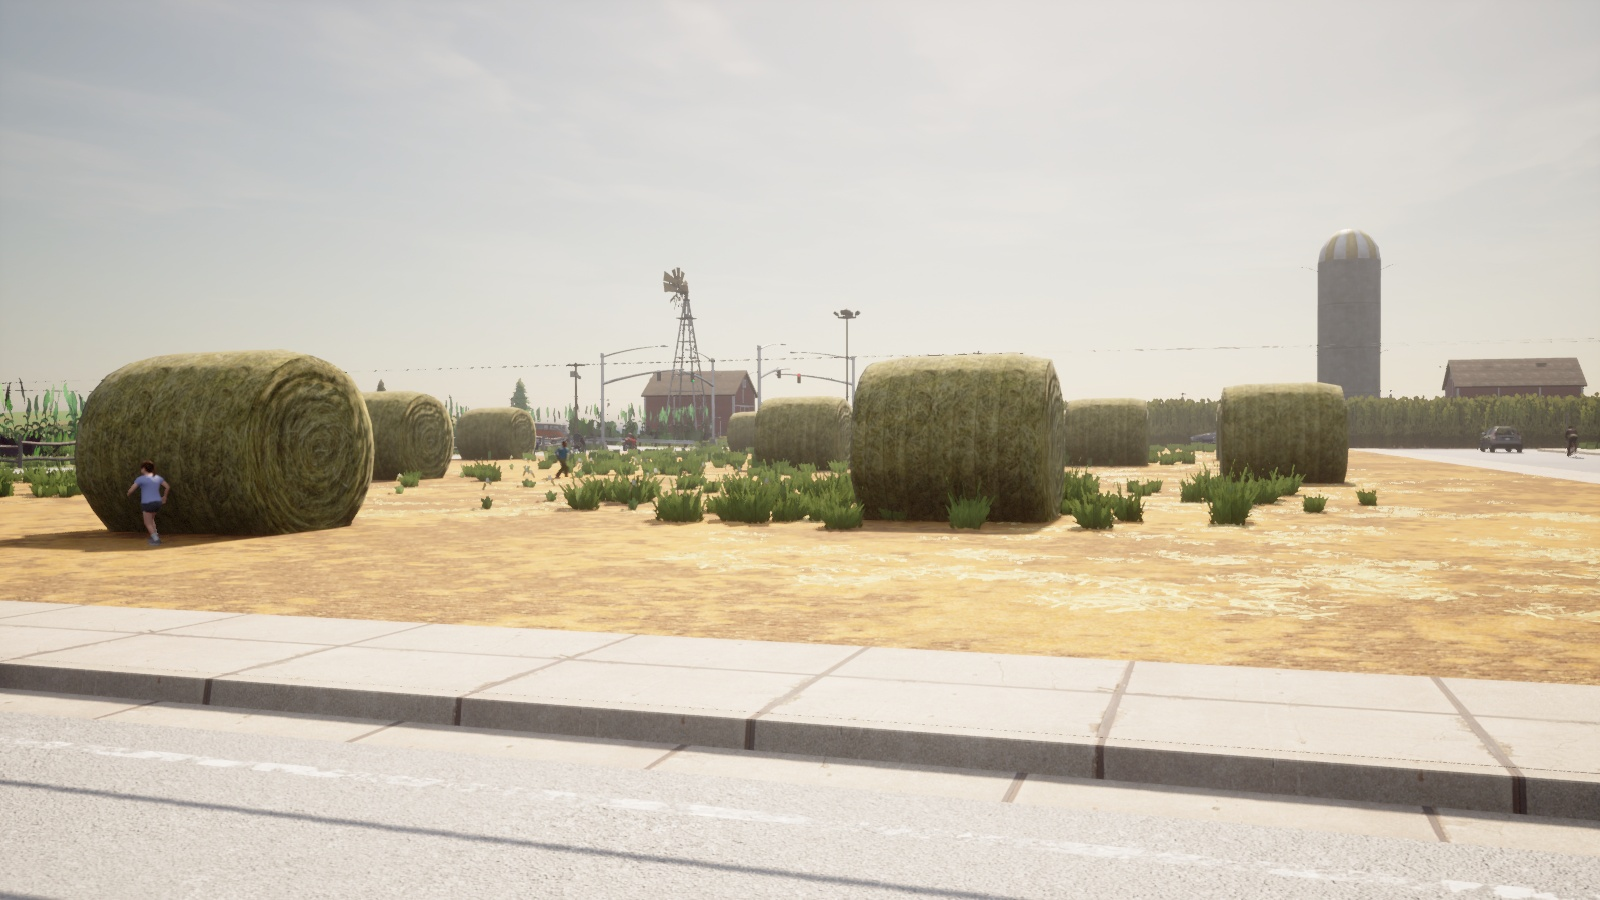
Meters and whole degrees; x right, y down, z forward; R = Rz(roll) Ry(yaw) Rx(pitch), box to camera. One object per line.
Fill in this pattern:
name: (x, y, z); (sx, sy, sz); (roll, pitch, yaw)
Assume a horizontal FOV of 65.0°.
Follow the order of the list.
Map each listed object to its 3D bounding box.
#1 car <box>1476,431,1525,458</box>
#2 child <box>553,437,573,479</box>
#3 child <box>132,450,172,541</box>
car: (43.071, -0.378, 77.279); (1.851, 1.617, 3.988); (1, 1, 18)
child: (-6.805, 0.228, 36.117); (0.448, 1.192, 0.343); (1, 1, 29)
child: (-8.081, 0.561, 15.653); (0.394, 1.110, 0.255); (1, 1, 26)
